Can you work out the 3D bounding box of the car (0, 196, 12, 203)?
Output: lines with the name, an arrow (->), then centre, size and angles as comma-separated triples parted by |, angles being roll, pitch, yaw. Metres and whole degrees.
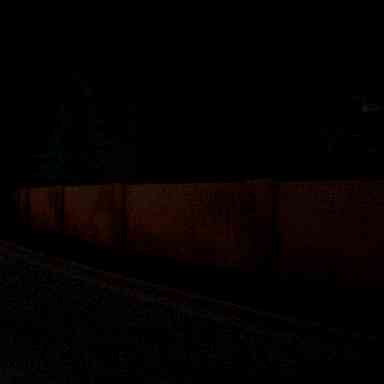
car -> -36.680, 1.473, 64.956 | 1.994, 1.385, 4.181 | 0, 0, -4
